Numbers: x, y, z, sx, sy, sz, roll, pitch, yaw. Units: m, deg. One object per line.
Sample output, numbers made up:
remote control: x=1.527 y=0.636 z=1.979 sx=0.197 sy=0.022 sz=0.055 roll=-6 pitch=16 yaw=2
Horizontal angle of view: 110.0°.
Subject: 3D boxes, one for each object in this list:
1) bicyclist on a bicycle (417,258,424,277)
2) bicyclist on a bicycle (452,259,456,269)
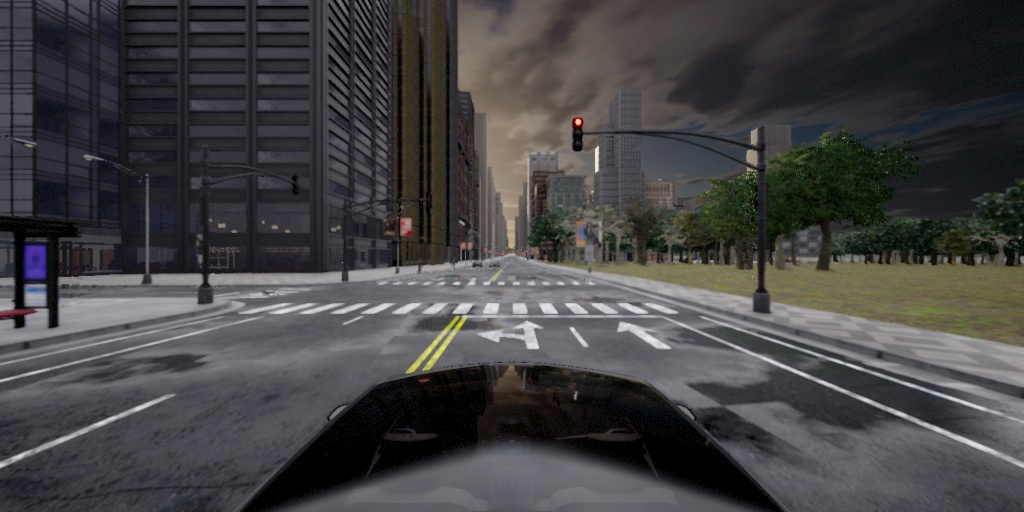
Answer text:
bicyclist on a bicycle: x=-8.736 y=1.118 z=33.996 sx=0.659 sy=1.776 sz=1.843 roll=0 pitch=0 yaw=0
bicyclist on a bicycle: x=-8.728 y=1.279 z=53.926 sx=0.659 sy=1.776 sz=1.843 roll=0 pitch=-1 yaw=0
